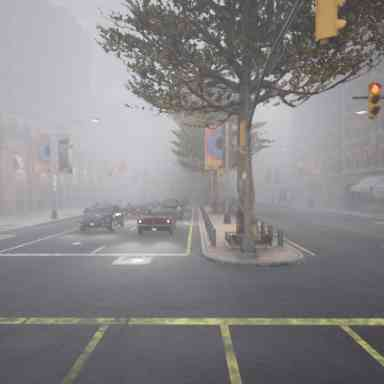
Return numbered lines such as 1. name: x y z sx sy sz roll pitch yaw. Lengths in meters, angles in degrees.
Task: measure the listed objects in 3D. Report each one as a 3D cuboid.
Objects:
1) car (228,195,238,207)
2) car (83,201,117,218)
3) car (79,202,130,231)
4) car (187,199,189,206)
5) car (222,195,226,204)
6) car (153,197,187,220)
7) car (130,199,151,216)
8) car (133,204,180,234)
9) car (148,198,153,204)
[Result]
1. car: 6.526 1.496 49.538 1.837 1.490 4.892 0 0 1
2. car: -8.434 1.592 30.925 1.895 1.301 4.718 0 0 0
3. car: -5.402 1.503 20.533 1.837 1.490 4.892 0 0 1
4. car: -1.692 1.542 38.577 2.033 1.411 5.357 0 0 1
5. car: 6.644 1.341 59.928 2.097 1.767 4.553 0 0 1
6. car: -1.811 1.348 28.296 2.097 1.767 4.553 0 0 1
7. car: -5.289 1.598 30.417 1.895 1.301 4.718 0 0 1
8. car: -1.915 1.598 19.242 1.895 1.301 4.718 0 0 1
9. car: -5.137 1.521 42.253 1.812 1.442 4.674 0 0 1
